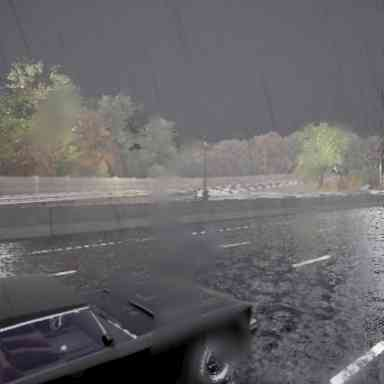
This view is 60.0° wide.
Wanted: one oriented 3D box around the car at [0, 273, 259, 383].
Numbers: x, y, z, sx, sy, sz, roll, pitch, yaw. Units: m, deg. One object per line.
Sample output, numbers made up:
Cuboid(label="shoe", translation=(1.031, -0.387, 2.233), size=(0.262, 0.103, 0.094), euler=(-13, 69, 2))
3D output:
Cuboid(label="car", translation=(-1.446, 1.557, 3.338), size=(4.718, 1.301, 1.895), euler=(-1, 1, -41))

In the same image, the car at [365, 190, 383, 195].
Cuboid(label="car", translation=(30.778, 0.788, 54.120), size=(4.902, 1.511, 2.128), euler=(-1, 1, -40))

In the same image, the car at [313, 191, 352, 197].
Cuboid(label="car", translation=(18.395, 0.920, 43.574), size=(4.902, 1.511, 2.128), euler=(-1, 1, -40))

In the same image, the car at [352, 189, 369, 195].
Cuboid(label="car", translation=(28.411, 0.483, 56.688), size=(5.566, 2.045, 2.150), euler=(-1, 1, -40))

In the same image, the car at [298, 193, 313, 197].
Cuboid(label="car", translation=(15.813, 0.927, 45.967), size=(4.674, 1.442, 1.812), euler=(-1, 1, -40))
